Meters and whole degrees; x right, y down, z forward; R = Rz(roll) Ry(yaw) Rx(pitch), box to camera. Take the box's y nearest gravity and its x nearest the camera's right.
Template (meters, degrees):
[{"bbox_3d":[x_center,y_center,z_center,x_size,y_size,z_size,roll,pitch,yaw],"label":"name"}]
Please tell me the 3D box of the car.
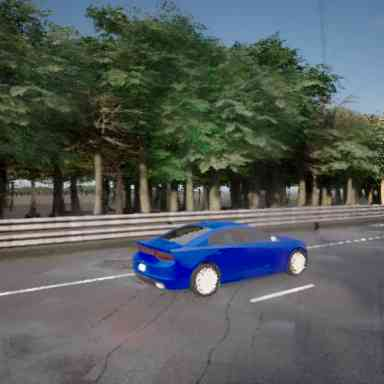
[{"bbox_3d":[0.957,1.485,8.639,5.008,1.535,1.882,0,0,-35],"label":"car"}]
